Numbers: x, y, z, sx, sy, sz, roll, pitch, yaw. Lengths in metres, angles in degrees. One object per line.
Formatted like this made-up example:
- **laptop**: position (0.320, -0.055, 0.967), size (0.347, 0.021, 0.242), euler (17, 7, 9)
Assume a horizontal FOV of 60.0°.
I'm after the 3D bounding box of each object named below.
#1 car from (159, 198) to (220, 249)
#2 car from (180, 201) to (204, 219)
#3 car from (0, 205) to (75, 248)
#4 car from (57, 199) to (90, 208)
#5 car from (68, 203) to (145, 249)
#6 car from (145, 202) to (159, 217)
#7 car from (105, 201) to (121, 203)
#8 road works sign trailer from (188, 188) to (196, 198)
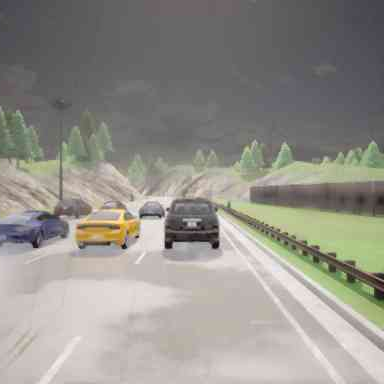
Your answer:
- **car**: position (0.000, 1.258, 14.680), size (2.150, 2.045, 5.566), euler (0, 0, 0)
- **car**: position (0.000, 1.573, 29.650), size (1.994, 1.385, 4.181), euler (0, 0, 0)
- **car**: position (-7.000, 1.534, 14.650), size (1.812, 1.442, 4.674), euler (0, 0, 0)
- **car**: position (-10.500, 1.367, 29.620), size (2.097, 1.767, 4.553), euler (0, 0, 0)
- **car**: position (-3.500, 1.485, 14.650), size (1.882, 1.535, 5.008), euler (0, 0, 0)
- **car**: position (-3.500, 1.573, 29.650), size (1.994, 1.385, 4.181), euler (0, 0, 0)
- **car**: position (-7.000, 1.534, 29.650), size (1.812, 1.442, 4.674), euler (0, 0, 0)
- **road works sign trailer**: position (-0.062, 0.464, 94.350), size (2.380, 3.560, 2.880), euler (0, 0, 0)
